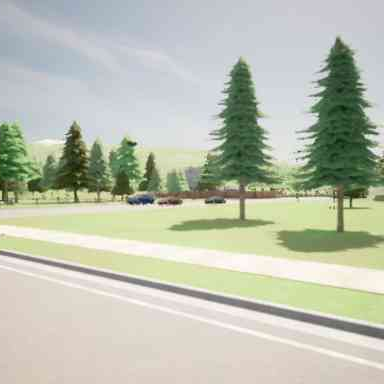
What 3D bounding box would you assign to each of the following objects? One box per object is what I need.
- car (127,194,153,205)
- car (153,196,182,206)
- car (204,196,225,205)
[{"bbox_3d":[-9.117,1.301,59.781,2.150,2.045,5.566,0,0,37],"label":"car"},{"bbox_3d":[-3.700,1.544,55.374,1.882,1.535,5.008,0,0,36],"label":"car"},{"bbox_3d":[4.042,1.535,59.968,1.882,1.535,5.008,0,0,37],"label":"car"}]
